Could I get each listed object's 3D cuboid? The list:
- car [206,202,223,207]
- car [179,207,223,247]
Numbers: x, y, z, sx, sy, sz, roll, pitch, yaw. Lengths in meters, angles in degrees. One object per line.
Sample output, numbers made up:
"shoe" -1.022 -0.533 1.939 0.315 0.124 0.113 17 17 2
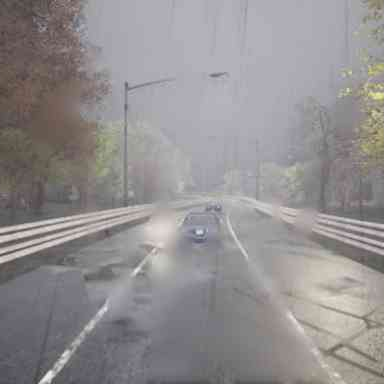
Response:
"car" 2.790 1.838 41.095 1.895 1.301 4.718 0 0 8
"car" 0.445 1.626 15.477 2.033 1.411 5.357 0 0 3
